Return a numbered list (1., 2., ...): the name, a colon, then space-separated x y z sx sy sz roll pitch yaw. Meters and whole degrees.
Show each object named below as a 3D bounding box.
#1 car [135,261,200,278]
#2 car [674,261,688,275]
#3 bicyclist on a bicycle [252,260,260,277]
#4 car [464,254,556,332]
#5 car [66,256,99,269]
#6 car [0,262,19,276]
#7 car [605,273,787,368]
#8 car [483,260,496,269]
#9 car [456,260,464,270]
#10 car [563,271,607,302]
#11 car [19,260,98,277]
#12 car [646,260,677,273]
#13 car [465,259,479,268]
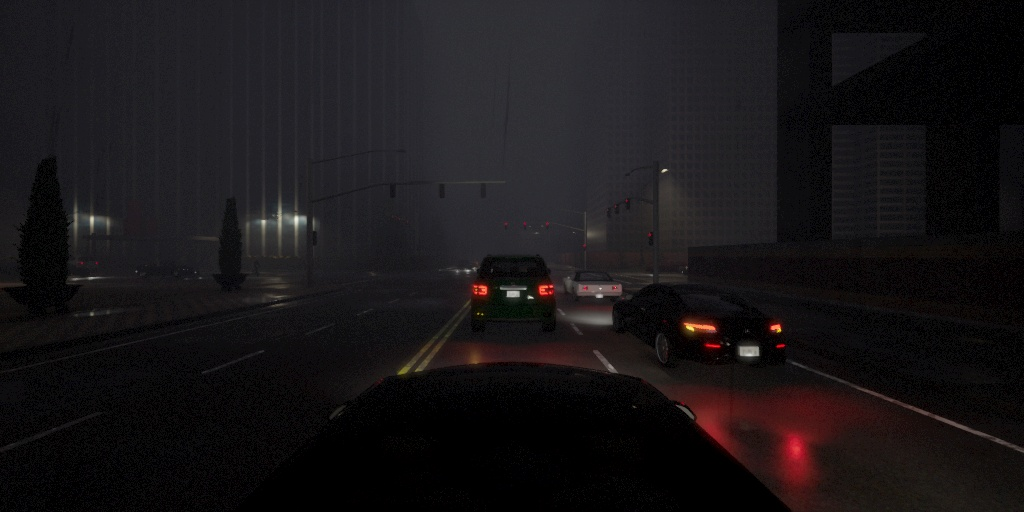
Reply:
1. car: -31.588 1.241 32.987 4.902 1.511 2.128 0 0 0
2. car: 19.875 1.351 37.123 4.718 1.301 1.895 0 0 1
3. bicyclist on a bicycle: -24.647 1.203 34.507 0.582 1.620 1.656 0 0 -13
4. car: 0.057 0.971 10.968 2.150 2.045 5.566 0 0 1
5. car: -49.787 0.971 40.068 5.566 2.045 2.150 0 0 0
6. car: -50.681 1.314 36.518 4.181 1.385 1.994 0 0 3
7. car: 3.589 1.276 7.725 1.812 1.442 4.674 0 0 0
8. car: -3.552 1.351 57.465 1.895 1.301 4.718 0 0 0
9. car: -7.062 1.276 53.684 1.812 1.442 4.674 0 0 0
10. car: 3.593 1.351 16.887 1.895 1.301 4.718 0 0 0
11. car: -41.555 1.314 32.939 4.181 1.385 1.994 0 0 0
12. car: 17.806 1.228 40.636 5.008 1.535 1.882 0 0 0
13. car: -7.028 1.228 63.020 1.882 1.535 5.008 0 0 0
